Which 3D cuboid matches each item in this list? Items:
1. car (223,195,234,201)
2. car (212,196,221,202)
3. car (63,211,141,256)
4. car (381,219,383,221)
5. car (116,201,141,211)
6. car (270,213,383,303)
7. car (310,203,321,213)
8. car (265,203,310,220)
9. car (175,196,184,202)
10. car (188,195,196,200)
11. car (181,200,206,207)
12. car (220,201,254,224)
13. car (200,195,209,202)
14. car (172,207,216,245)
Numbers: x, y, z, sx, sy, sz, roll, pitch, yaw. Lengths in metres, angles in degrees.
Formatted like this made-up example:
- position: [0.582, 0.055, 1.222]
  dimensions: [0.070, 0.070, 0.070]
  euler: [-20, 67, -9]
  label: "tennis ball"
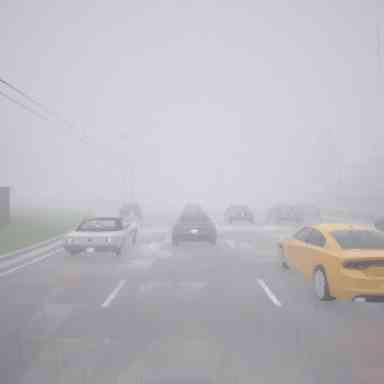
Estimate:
- position: [10.503, 1.918, 91.336]
  dimensions: [2.128, 1.511, 4.902]
  euler: [0, 0, 0]
  label: "car"
- position: [7.003, 1.920, 91.753]
  dimensions: [1.812, 1.442, 4.674]
  euler: [0, 0, 0]
  label: "car"
- position: [-3.402, 1.659, 13.380]
  dimensions: [1.895, 1.301, 4.718]
  euler: [0, 0, 0]
  label: "car"
- position: [7.092, 1.589, 9.292]
  dimensions: [2.033, 1.411, 5.357]
  euler: [0, 0, 0]
  label: "car"
- position: [-5.854, 1.636, 30.754]
  dimensions: [1.837, 1.490, 4.892]
  euler: [1, 0, -17]
  label: "car"
- position: [3.589, 1.515, 8.355]
  dimensions: [1.882, 1.535, 5.008]
  euler: [0, 0, 0]
  label: "car"
- position: [10.599, 1.703, 31.533]
  dimensions: [1.994, 1.385, 4.181]
  euler: [0, 0, 0]
  label: "car"
- position: [7.097, 1.662, 26.035]
  dimensions: [2.033, 1.411, 5.357]
  euler: [0, 0, 0]
  label: "car"
- position: [-3.497, 1.750, 91.724]
  dimensions: [2.097, 1.767, 4.553]
  euler: [0, 0, 0]
  label: "car"
- position: [0.003, 1.750, 91.724]
  dimensions: [2.097, 1.767, 4.553]
  euler: [0, 0, 0]
  label: "car"
- position: [0.099, 1.700, 31.437]
  dimensions: [1.994, 1.385, 4.181]
  euler: [0, 0, 0]
  label: "car"
- position: [3.597, 1.661, 26.032]
  dimensions: [2.033, 1.411, 5.357]
  euler: [0, 0, 0]
  label: "car"
- position: [3.503, 1.750, 91.724]
  dimensions: [2.097, 1.767, 4.553]
  euler: [0, 0, 0]
  label: "car"
- position: [0.099, 1.633, 16.029]
  dimensions: [1.994, 1.385, 4.181]
  euler: [0, 0, 0]
  label: "car"
